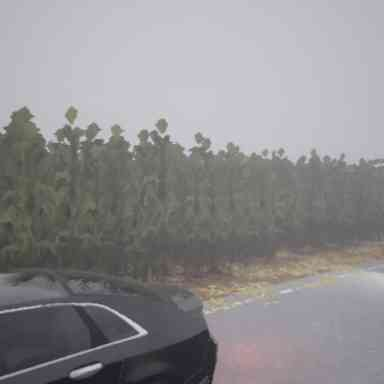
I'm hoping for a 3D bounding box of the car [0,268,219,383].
[{"bbox_3d":[-2.012,1.505,2.554,4.892,1.490,1.837,0,0,-35],"label":"car"}]
